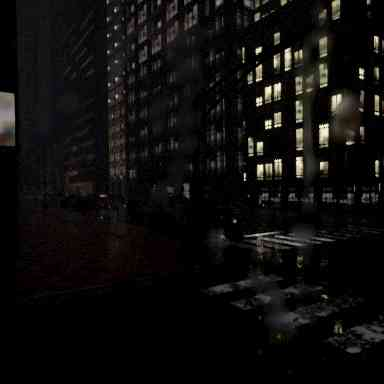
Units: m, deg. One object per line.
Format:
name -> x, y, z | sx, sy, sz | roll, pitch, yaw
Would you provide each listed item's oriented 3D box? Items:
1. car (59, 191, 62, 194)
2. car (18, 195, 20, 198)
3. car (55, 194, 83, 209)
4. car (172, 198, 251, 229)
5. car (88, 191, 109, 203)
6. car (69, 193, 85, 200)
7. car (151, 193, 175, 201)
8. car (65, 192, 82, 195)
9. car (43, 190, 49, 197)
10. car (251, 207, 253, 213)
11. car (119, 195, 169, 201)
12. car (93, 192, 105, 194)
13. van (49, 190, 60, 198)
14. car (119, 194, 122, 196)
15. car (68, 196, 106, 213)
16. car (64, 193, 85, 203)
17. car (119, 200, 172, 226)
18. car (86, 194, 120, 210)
car -> -26.120, 0.738, 70.673 | 1.967, 1.590, 4.097 | -1, 1, -35
car -> -42.608, 0.720, 79.829 | 1.967, 1.590, 4.097 | -1, 1, -35
car -> -13.786, 1.292, 38.017 | 2.008, 1.369, 4.403 | -1, 1, -35
car -> 1.061, 1.385, 21.015 | 2.128, 1.511, 4.902 | -1, 1, -34
car -> -16.010, 0.800, 56.734 | 2.097, 1.767, 4.553 | -1, 1, -35
car -> -22.918, 0.894, 66.029 | 1.887, 1.381, 4.507 | -1, 1, -35
car -> -3.709, 0.968, 38.159 | 2.192, 1.841, 5.009 | -1, 1, -35
car -> -15.931, 1.135, 45.765 | 1.837, 1.490, 4.892 | -1, 1, -34
car -> -35.725, 0.693, 84.608 | 2.008, 1.369, 4.403 | -1, 1, -35
car -> 3.041, 1.283, 28.302 | 1.752, 1.417, 4.829 | -1, 1, -35
car -> -4.208, 1.318, 28.670 | 1.837, 1.490, 4.892 | -1, 1, -35
car -> -14.995, 1.057, 49.958 | 1.837, 1.490, 4.892 | -1, 1, -34
van -> -32.523, 0.536, 79.961 | 1.690, 1.788, 3.998 | -1, 1, -35
car -> -12.026, 1.014, 51.016 | 1.837, 1.490, 4.892 | -1, 1, -35
car -> -10.584, 1.356, 33.372 | 1.947, 1.339, 4.313 | -1, 1, -35
car -> -20.506, 1.012, 57.964 | 2.033, 1.411, 5.357 | -1, 1, -35
car -> -2.954, 1.457, 22.352 | 2.008, 1.369, 4.403 | -1, 1, -35
car -> -10.056, 1.249, 37.172 | 1.812, 1.442, 4.674 | -1, 1, -35
